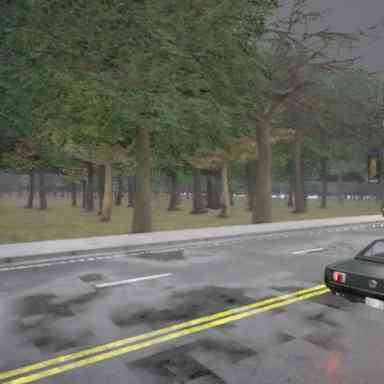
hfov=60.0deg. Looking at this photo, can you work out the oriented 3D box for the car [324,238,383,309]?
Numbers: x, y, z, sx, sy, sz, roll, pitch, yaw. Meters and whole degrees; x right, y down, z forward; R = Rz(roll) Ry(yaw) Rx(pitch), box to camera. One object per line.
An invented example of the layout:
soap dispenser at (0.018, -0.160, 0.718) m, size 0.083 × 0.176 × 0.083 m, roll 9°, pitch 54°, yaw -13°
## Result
car at (4.914, 1.605, 6.942) m, size 4.718 × 1.301 × 1.895 m, roll 0°, pitch 0°, yaw -35°
